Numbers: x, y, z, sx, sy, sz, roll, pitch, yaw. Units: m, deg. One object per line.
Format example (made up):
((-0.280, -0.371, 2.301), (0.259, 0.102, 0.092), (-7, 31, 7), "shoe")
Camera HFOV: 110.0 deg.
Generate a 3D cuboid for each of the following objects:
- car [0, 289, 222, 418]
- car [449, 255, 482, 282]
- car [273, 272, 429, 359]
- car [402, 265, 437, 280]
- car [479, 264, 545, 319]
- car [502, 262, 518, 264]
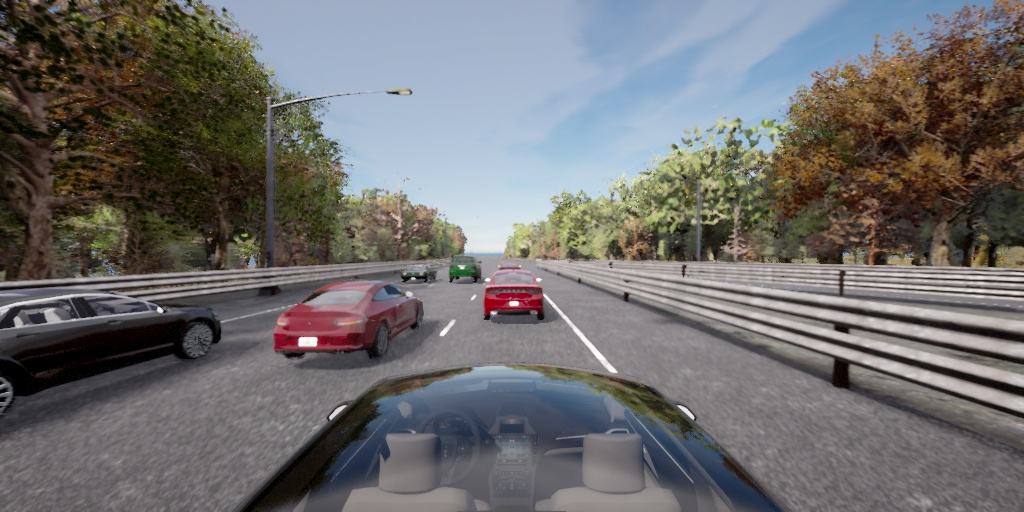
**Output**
((-6.914, 1.240, 5.410), (2.128, 1.511, 4.902), (0, 0, 0), "car")
((-3.656, 0.960, 28.641), (2.150, 2.045, 5.566), (0, 0, -1), "car")
((-3.426, 1.271, 8.307), (1.812, 1.442, 4.674), (0, 0, 0), "car")
((-7.147, 1.341, 28.078), (1.895, 1.301, 4.718), (0, 0, -1), "car")
((0.046, 1.219, 12.784), (1.882, 1.535, 5.008), (0, 0, 0), "car")
((-0.203, 1.215, 31.011), (1.882, 1.535, 5.008), (0, 0, -1), "car")
